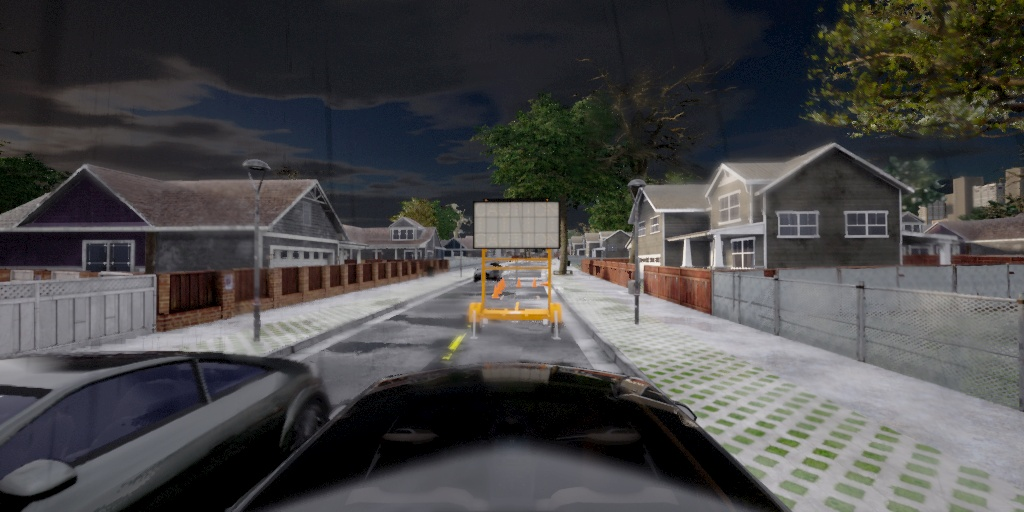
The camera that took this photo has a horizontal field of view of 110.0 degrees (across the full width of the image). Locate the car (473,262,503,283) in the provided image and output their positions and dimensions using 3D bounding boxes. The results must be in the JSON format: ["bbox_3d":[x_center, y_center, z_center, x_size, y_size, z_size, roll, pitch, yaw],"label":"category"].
[{"bbox_3d":[-1.765,1.223,27.489,1.837,1.490,4.892,0,0,4],"label":"car"}]

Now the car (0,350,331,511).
[{"bbox_3d":[-2.811,1.314,1.886,1.994,1.385,4.181,0,0,1],"label":"car"}]

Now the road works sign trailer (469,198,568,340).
[{"bbox_3d":[0.132,0.211,10.011,2.380,3.560,2.880,0,0,2],"label":"road works sign trailer"}]
